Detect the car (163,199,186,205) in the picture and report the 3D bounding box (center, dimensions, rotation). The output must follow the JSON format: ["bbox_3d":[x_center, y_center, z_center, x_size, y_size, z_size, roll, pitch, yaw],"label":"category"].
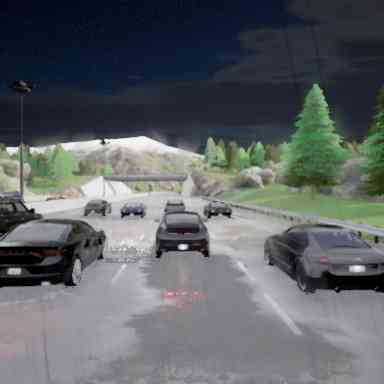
[{"bbox_3d":[-1.539,1.397,30.077,2.128,1.511,4.902,0,0,-4],"label":"car"}]

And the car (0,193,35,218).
[{"bbox_3d":[-7.376,1.196,12.337,2.150,2.045,5.566,0,0,-3],"label":"car"}]

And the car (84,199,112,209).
[{"bbox_3d":[-8.600,1.423,30.714,1.837,1.490,4.892,0,0,-4],"label":"car"}]

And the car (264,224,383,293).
[{"bbox_3d":[3.293,1.529,8.789,1.994,1.385,4.181,0,0,-2],"label":"car"}]

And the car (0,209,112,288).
[{"bbox_3d":[-3.717,1.455,9.245,1.882,1.535,5.008,0,0,-2],"label":"car"}]

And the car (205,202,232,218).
[{"bbox_3d":[2.093,1.505,28.311,1.895,1.301,4.718,0,0,-4],"label":"car"}]

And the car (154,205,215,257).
[{"bbox_3d":[-0.411,1.464,12.843,1.837,1.490,4.892,0,0,-3],"label":"car"}]

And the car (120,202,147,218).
[{"bbox_3d":[-4.963,1.517,28.889,1.895,1.301,4.718,0,0,-4],"label":"car"}]

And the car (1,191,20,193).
[{"bbox_3d":[-27.582,0.773,50.012,2.150,2.045,5.566,0,0,-4],"label":"car"}]
